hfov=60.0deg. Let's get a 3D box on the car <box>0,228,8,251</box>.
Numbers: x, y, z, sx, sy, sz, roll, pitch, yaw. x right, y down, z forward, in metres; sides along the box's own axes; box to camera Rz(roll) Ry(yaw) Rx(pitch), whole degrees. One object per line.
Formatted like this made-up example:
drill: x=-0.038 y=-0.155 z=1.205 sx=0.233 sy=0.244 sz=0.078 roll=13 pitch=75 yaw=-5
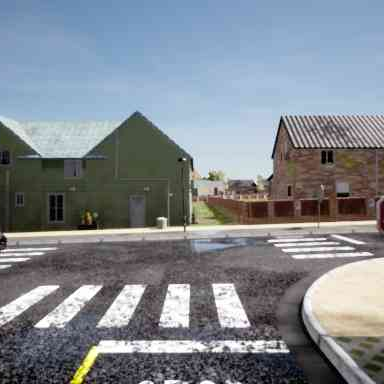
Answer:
car: x=-9.358 y=1.508 z=11.241 sx=5.566 sy=2.045 sz=2.150 roll=-2 pitch=0 yaw=1
